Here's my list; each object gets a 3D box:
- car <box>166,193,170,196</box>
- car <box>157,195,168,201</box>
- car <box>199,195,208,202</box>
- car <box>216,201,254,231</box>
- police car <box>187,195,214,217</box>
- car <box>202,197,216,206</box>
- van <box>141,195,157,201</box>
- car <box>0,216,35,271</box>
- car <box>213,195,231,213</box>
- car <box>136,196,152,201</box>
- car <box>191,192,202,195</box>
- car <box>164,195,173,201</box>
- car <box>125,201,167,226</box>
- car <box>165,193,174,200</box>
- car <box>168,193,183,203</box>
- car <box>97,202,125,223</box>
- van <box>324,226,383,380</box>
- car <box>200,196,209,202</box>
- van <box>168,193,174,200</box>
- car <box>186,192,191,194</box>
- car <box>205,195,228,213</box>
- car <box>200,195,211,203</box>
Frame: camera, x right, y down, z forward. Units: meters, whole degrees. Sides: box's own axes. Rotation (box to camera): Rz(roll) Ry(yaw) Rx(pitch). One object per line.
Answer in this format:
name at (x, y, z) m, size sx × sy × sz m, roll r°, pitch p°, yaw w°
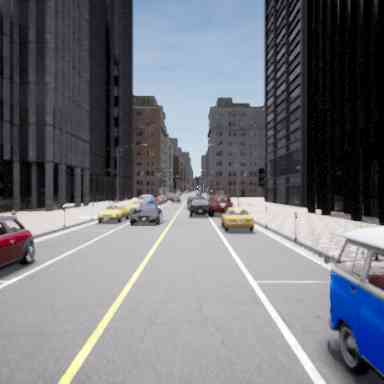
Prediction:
car at (-5.865, 1.349, 65.089) m, size 1.967 × 1.590 × 4.097 m, roll 0°, pitch 0°, yaw 0°
car at (-5.864, 1.506, 59.449) m, size 1.802 × 1.307 × 4.206 m, roll 0°, pitch 0°, yaw 0°
car at (2.660, 1.424, 76.344) m, size 1.887 × 1.381 × 4.507 m, roll 0°, pitch 0°, yaw 0°
car at (2.665, 1.501, 20.160) m, size 1.752 × 1.417 × 4.829 m, roll 0°, pitch 0°, yaw 1°
police car at (0.754, 1.391, 30.818) m, size 1.930 × 1.638 × 5.238 m, roll -1°, pitch 0°, yaw 1°
car at (2.662, 1.488, 53.787) m, size 2.008 × 1.369 × 4.403 m, roll 0°, pitch 0°, yaw 0°
van at (-5.864, 1.299, 42.529) m, size 1.690 × 1.788 × 3.998 m, roll 0°, pitch 0°, yaw 0°
car at (-5.859, 1.425, 8.688) m, size 1.967 × 1.590 × 4.097 m, roll 0°, pitch 0°, yaw 0°
car at (2.663, 1.285, 31.227) m, size 2.192 × 1.841 × 5.009 m, roll 0°, pitch 0°, yaw 0°
car at (-5.864, 1.489, 36.717) m, size 1.752 × 1.417 × 4.829 m, roll 0°, pitch 0°, yaw 0°
car at (0.895, 1.302, 46.662) m, size 2.097 × 1.767 × 4.553 m, roll 0°, pitch 0°, yaw 0°
car at (-5.867, 1.430, 82.009) m, size 1.947 × 1.339 × 4.313 m, roll 0°, pitch 0°, yaw 0°
car at (-3.101, 1.537, 23.330) m, size 1.994 × 1.385 × 4.181 m, roll 0°, pitch 0°, yaw 0°
car at (-5.867, 1.164, 87.648) m, size 2.192 × 1.841 × 5.009 m, roll 0°, pitch 0°, yaw 0°
car at (-3.028, 1.399, 64.069) m, size 1.837 × 1.490 × 4.892 m, roll 0°, pitch 0°, yaw 1°
car at (-5.869, 1.497, 25.404) m, size 1.752 × 1.417 × 4.829 m, roll 0°, pitch 0°, yaw 1°
van at (2.666, 1.335, 3.035) m, size 1.690 × 1.788 × 3.998 m, roll 0°, pitch 0°, yaw 0°
car at (2.660, 1.476, 70.705) m, size 1.802 × 1.307 × 4.206 m, roll 0°, pitch 0°, yaw 0°
van at (-5.868, 1.173, 93.289) m, size 1.690 × 1.788 × 3.998 m, roll 0°, pitch 0°, yaw 0°
car at (-0.008, 1.271, 83.354) m, size 1.895 × 1.301 × 4.718 m, roll 0°, pitch 0°, yaw 0°
car at (2.663, 1.279, 36.868) m, size 2.192 × 1.841 × 5.009 m, roll 0°, pitch 0°, yaw 0°
car at (2.661, 1.350, 65.065) m, size 1.967 × 1.590 × 4.097 m, roll 0°, pitch 0°, yaw 0°
